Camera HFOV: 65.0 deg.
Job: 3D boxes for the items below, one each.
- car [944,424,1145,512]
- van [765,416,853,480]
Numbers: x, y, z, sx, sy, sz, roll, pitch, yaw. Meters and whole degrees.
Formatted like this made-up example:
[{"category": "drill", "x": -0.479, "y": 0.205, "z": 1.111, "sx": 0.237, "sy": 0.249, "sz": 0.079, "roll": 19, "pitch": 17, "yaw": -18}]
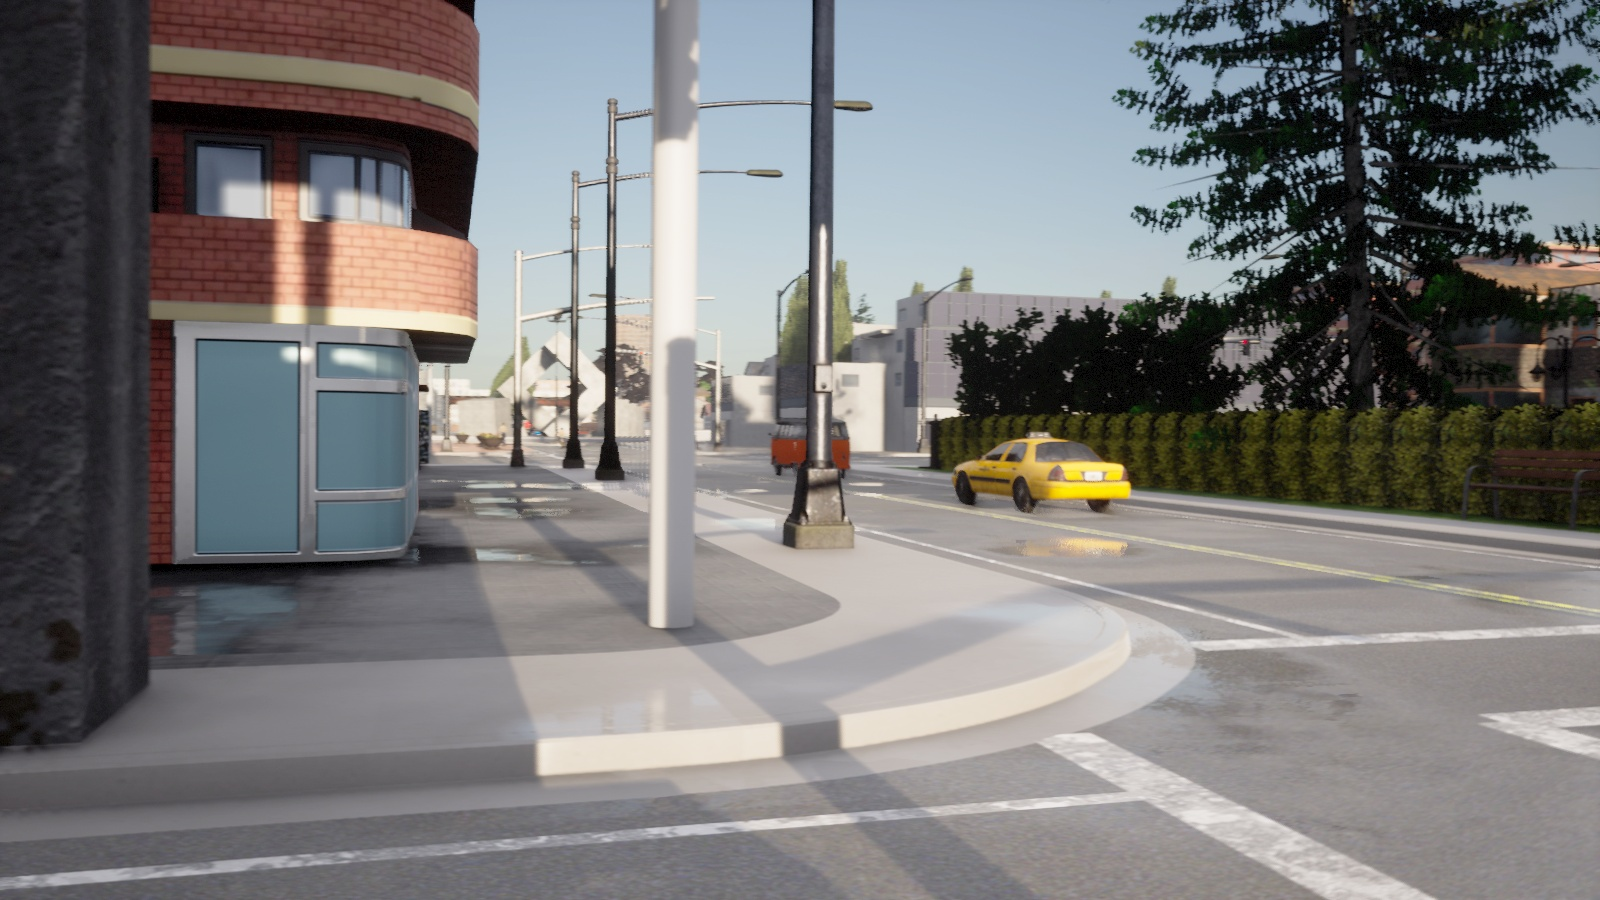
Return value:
[{"category": "car", "x": 4.804, "y": 0.293, "z": 25.668, "sx": 1.801, "sy": 1.575, "sz": 5.366, "roll": -1, "pitch": 1, "yaw": -16}, {"category": "van", "x": 0.226, "y": -0.091, "z": 42.020, "sx": 1.775, "sy": 1.987, "sz": 4.442, "roll": -1, "pitch": 1, "yaw": -16}]
